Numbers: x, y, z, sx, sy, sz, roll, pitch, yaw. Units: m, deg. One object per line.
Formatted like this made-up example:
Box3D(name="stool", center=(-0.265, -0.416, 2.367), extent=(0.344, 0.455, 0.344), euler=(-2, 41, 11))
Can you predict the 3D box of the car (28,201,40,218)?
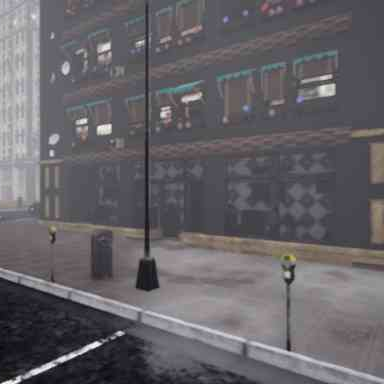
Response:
Box3D(name="car", center=(-9.844, 1.170, 24.684), extent=(1.947, 1.339, 4.313), euler=(1, 2, 35))
